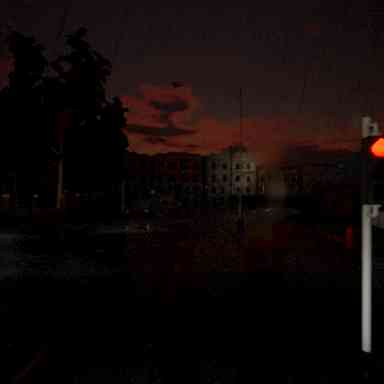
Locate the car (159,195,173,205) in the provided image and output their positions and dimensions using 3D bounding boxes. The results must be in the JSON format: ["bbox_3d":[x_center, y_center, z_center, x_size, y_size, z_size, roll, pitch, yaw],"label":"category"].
[{"bbox_3d":[-4.071,1.249,52.698,1.882,1.535,5.008,0,0,1],"label":"car"}]

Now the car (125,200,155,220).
[{"bbox_3d":[-4.105,1.360,26.955,1.882,1.535,5.008,0,0,0],"label":"car"}]
